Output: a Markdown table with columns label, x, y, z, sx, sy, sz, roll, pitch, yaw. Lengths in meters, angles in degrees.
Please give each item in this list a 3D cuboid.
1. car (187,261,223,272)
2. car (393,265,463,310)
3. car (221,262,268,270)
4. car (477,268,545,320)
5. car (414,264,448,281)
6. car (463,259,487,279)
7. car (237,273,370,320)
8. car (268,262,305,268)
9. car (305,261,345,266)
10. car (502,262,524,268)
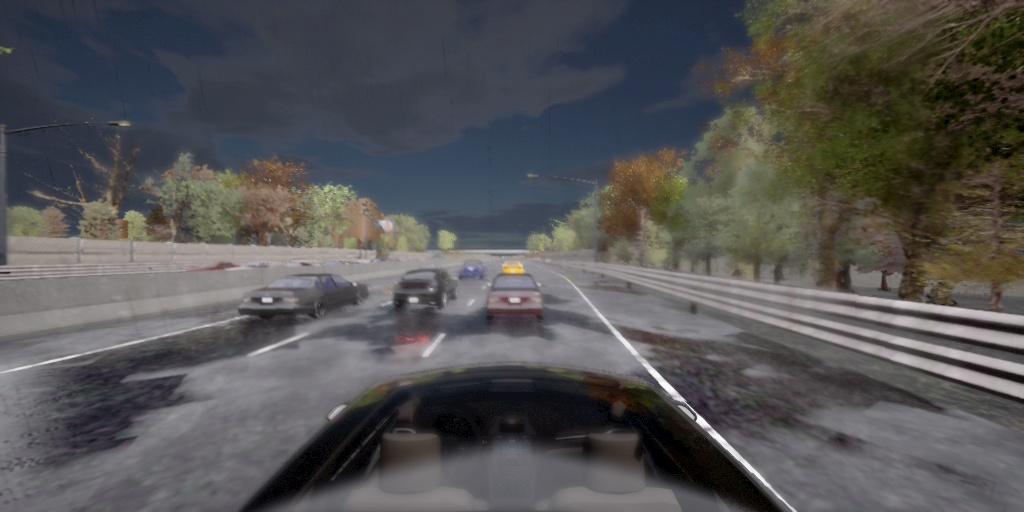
| label | x | y | z | sx | sy | sz | roll | pitch | yaw |
| --- | --- | --- | --- | --- | --- | --- | --- | --- | --- |
| car | -27.917 | 1.272 | 33.736 | 1.882 | 1.535 | 5.008 | 0 | 0 | -1 |
| car | -3.403 | 1.272 | 14.867 | 1.837 | 1.490 | 4.892 | 0 | 0 | 0 |
| car | -24.593 | 1.396 | 34.078 | 1.895 | 1.301 | 4.718 | 0 | 0 | 0 |
| car | 0.096 | 1.310 | 12.684 | 2.033 | 1.411 | 5.357 | 0 | 0 | 0 |
| car | -6.900 | 1.391 | 31.020 | 1.895 | 1.301 | 4.718 | 0 | 0 | 0 |
| car | -3.400 | 1.144 | 32.305 | 2.097 | 1.767 | 4.553 | 0 | 0 | 0 |
| car | -6.903 | 1.310 | 12.638 | 2.033 | 1.411 | 5.357 | 0 | 0 | 0 |
| car | -21.083 | 1.323 | 34.992 | 1.812 | 1.442 | 4.674 | 0 | 0 | 0 |
| car | -17.592 | 1.275 | 35.025 | 1.882 | 1.535 | 5.008 | 0 | 0 | 0 |
| car | 0.102 | 1.274 | 34.105 | 1.882 | 1.535 | 5.008 | 0 | 0 | 0 |
